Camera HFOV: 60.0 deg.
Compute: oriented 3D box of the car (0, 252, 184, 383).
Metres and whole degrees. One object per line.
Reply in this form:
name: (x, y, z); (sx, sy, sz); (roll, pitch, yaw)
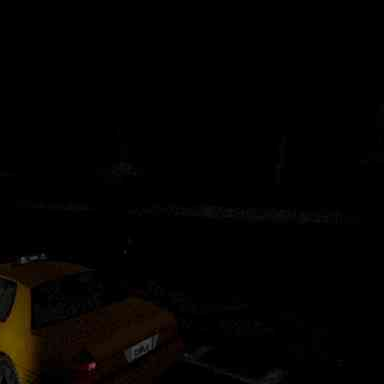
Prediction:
car: (-2.375, 1.525, 4.660); (4.829, 1.417, 1.752); (0, 0, 36)
